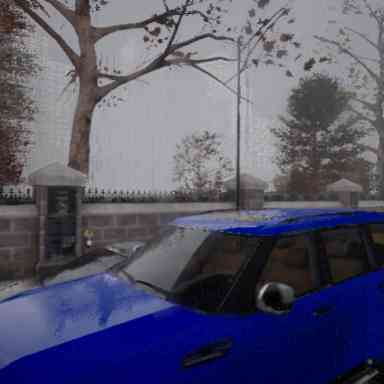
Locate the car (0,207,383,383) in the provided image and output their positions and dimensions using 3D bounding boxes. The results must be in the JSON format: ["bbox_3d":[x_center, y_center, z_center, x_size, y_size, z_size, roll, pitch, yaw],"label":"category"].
[{"bbox_3d":[0.621,1.243,3.807,5.566,2.045,2.150,1,0,-36],"label":"car"}]

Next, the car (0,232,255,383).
[{"bbox_3d":[-1.163,1.584,5.725,4.313,1.339,1.947,1,0,-35],"label":"car"}]

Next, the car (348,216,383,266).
[{"bbox_3d":[7.872,1.635,12.158,4.829,1.417,1.752,1,0,-35],"label":"car"}]
